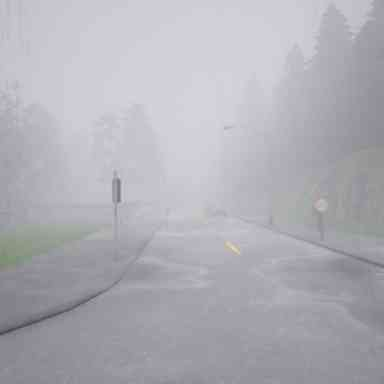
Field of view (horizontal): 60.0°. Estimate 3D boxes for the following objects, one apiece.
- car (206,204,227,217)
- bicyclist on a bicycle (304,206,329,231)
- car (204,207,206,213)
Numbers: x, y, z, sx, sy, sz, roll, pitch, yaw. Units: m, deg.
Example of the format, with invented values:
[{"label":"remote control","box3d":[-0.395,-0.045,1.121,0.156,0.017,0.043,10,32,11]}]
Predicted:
[{"label":"car","box3d":[3.222,2.407,42.080,1.812,1.442,4.674,-1,-1,-1]},{"label":"bicyclist on a bicycle","box3d":[7.989,1.701,21.407,1.656,1.620,0.582,-1,-1,-2]},{"label":"car","box3d":[2.917,2.649,51.924,2.033,1.411,5.357,-1,-1,-1]}]
